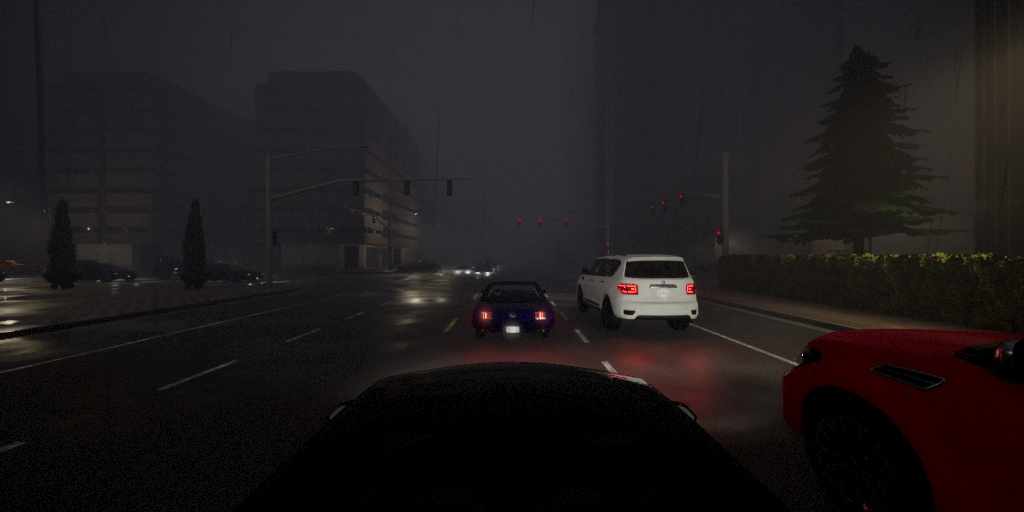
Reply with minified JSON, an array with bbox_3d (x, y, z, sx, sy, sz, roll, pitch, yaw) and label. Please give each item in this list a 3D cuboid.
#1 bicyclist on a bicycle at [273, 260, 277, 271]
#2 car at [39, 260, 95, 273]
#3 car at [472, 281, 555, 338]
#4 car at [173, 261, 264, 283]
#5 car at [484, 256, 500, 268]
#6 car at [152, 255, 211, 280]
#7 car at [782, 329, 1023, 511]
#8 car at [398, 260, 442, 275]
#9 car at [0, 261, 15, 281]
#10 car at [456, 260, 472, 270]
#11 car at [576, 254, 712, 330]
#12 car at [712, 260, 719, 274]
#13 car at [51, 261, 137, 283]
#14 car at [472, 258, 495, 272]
[{"bbox_3d":[-28.698,1.051,42.856,0.582,1.620,1.656,0,0,0],"label":"bicyclist on a bicycle"},{"bbox_3d":[-36.972,1.102,30.947,4.553,1.767,2.097,0,0,1],"label":"car"},{"bbox_3d":[0.044,1.351,10.192,1.895,1.301,4.718,0,0,0],"label":"car"},{"bbox_3d":[-22.007,1.297,27.292,5.357,1.411,2.033,0,0,1],"label":"car"},{"bbox_3d":[-3.670,0.973,59.277,2.150,2.045,5.566,0,0,0],"label":"car"},{"bbox_3d":[-27.503,0.972,30.863,5.566,2.045,2.150,0,0,0],"label":"car"},{"bbox_3d":[3.601,0.971,0.960,2.150,2.045,5.566,0,0,0],"label":"car"},{"bbox_3d":[-10.286,1.228,40.207,1.882,1.535,5.008,2,2,45],"label":"car"},{"bbox_3d":[-41.844,1.276,27.486,4.674,1.442,1.812,0,0,1],"label":"car"},{"bbox_3d":[-7.176,1.351,53.846,1.895,1.301,4.718,0,0,0],"label":"car"},{"bbox_3d":[3.574,0.971,11.321,2.150,2.045,5.566,0,0,-2],"label":"car"},{"bbox_3d":[20.821,1.228,37.652,5.008,1.535,1.882,0,0,1],"label":"car"},{"bbox_3d":[-31.591,1.276,27.399,4.674,1.442,1.812,0,0,1],"label":"car"},{"bbox_3d":[-3.665,1.314,46.156,1.994,1.385,4.181,0,0,0],"label":"car"}]
